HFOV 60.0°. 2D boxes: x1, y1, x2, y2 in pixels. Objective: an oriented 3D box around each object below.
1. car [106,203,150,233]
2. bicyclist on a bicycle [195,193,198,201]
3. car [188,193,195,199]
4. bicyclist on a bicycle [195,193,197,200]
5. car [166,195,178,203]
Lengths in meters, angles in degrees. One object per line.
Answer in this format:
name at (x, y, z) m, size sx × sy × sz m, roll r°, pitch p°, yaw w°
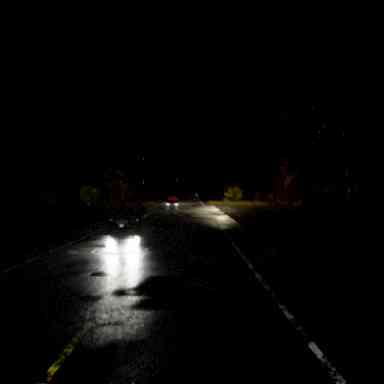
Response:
car at (-3.599, 1.442, 19.430) m, size 2.128 × 1.511 × 4.902 m, roll 0°, pitch 0°, yaw 0°
bicyclist on a bicycle at (0.966, 1.111, 71.120) m, size 0.659 × 1.776 × 1.843 m, roll 0°, pitch 1°, yaw 0°
car at (0.002, 1.125, 89.090) m, size 2.128 × 1.511 × 4.902 m, roll 0°, pitch 0°, yaw 0°
bicyclist on a bicycle at (0.967, 1.147, 79.914) m, size 0.582 × 1.620 × 1.656 m, roll 0°, pitch 0°, yaw 0°
car at (-3.533, 1.316, 60.598) m, size 1.812 × 1.442 × 4.674 m, roll 0°, pitch 0°, yaw 1°
